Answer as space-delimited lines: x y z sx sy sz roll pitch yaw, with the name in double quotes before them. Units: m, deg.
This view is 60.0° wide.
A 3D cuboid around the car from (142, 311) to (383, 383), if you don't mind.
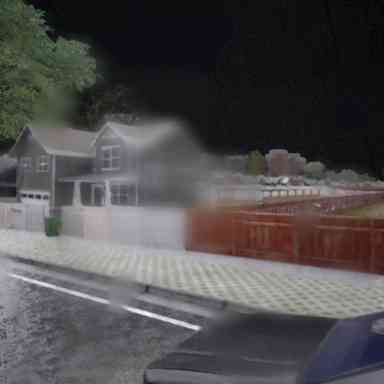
"car" 2.094 1.546 2.068 5.357 1.411 2.033 0 0 36
